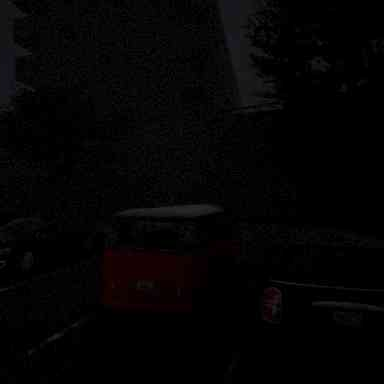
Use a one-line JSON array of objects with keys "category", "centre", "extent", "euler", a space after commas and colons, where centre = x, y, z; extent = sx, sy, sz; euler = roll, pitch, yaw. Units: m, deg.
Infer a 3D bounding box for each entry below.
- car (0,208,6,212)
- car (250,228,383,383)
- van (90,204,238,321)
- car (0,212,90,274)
[{"category": "car", "centre": [-7.450, 1.553, 12.687], "extent": [2.163, 1.488, 4.792], "euler": [0, -1, 16]}, {"category": "car", "centre": [2.234, 1.376, 5.528], "extent": [2.185, 1.767, 4.553], "euler": [0, -1, 16]}, {"category": "van", "centre": [-0.143, 1.283, 7.455], "extent": [1.878, 1.987, 4.442], "euler": [0, -1, 16]}, {"category": "car", "centre": [-5.016, 1.519, 10.899], "extent": [2.231, 1.521, 4.892], "euler": [0, -1, 16]}]
